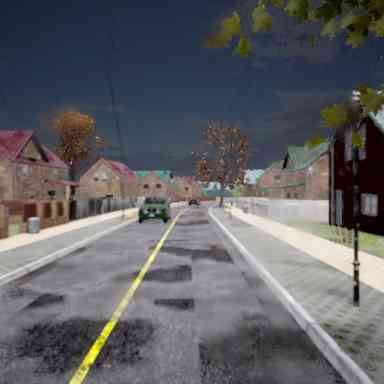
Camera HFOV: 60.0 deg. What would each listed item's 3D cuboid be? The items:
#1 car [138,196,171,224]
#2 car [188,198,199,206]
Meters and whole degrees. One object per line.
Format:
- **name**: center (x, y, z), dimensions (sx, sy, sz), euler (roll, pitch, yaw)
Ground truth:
- **car**: center (-2.839, 1.309, 26.285), dimensions (2.150, 2.045, 5.566), euler (0, 0, 0)
- **car**: center (0.361, 1.886, 63.098), dimensions (1.837, 1.490, 4.892), euler (0, -1, 6)
